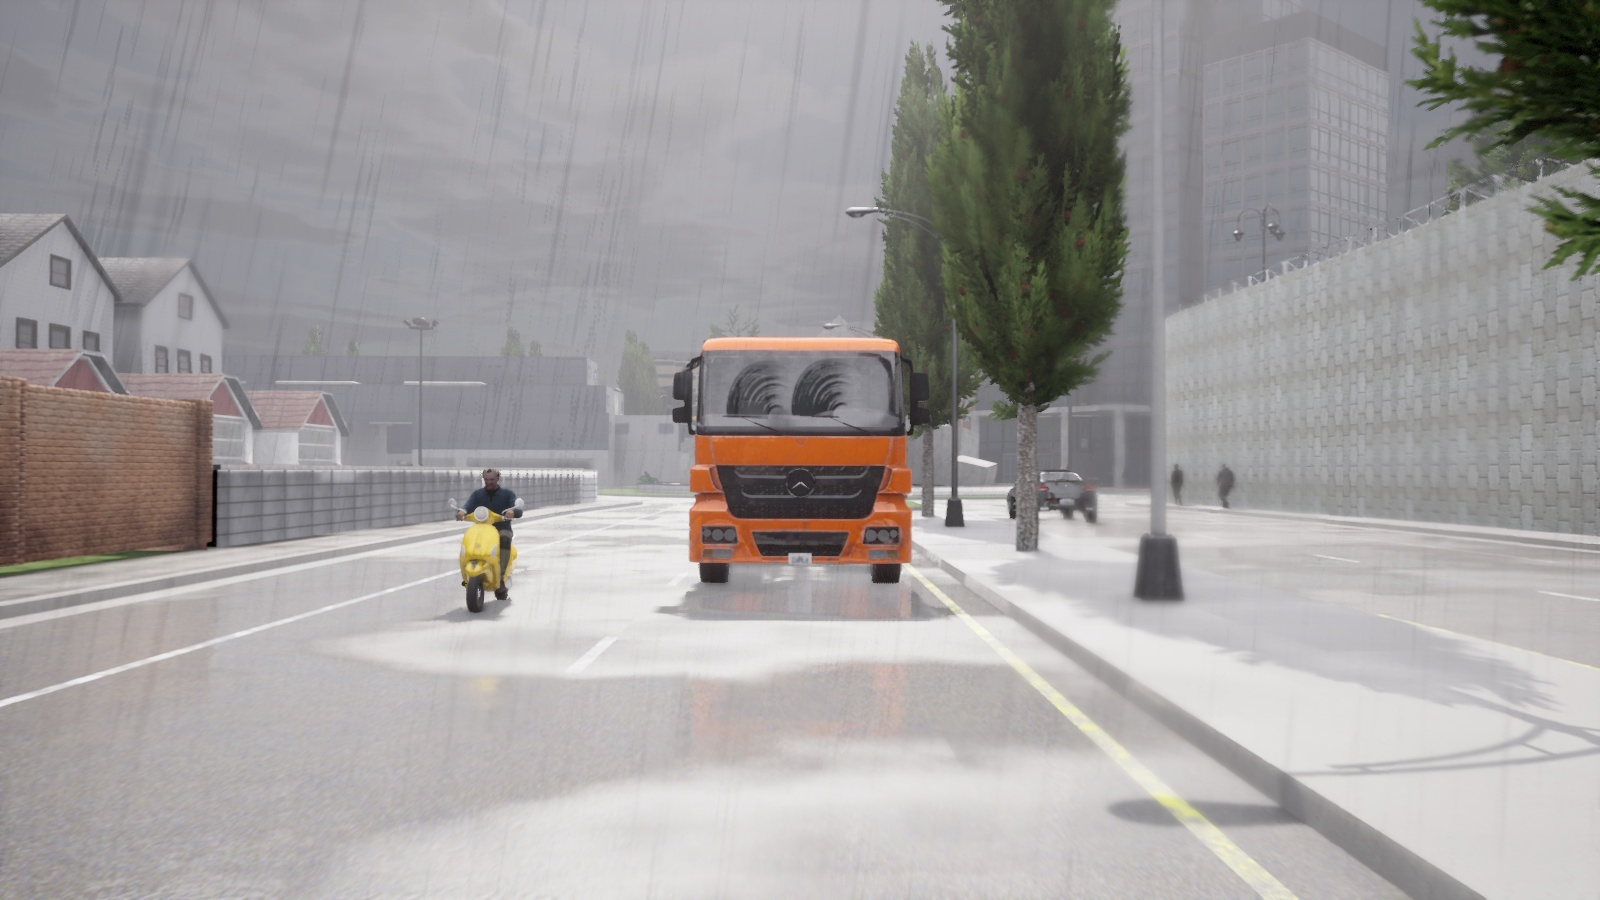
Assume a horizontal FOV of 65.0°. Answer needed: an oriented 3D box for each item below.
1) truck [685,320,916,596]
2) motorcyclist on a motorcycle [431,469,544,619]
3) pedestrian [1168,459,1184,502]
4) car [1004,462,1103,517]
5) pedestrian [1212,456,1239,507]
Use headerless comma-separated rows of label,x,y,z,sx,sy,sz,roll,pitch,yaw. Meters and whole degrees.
truck,0.016,0.162,19.794,2.891,3.462,7.936,0,-1,0
motorcyclist on a motorcycle,-3.535,1.021,14.363,0.866,1.590,1.817,0,-1,-1
pedestrian,16.210,1.303,54.077,0.431,1.840,0.703,0,-1,-3
car,8.034,1.231,40.335,2.152,1.651,5.027,0,-1,0
pedestrian,16.516,1.214,48.753,0.659,1.952,0.873,0,-1,-5
